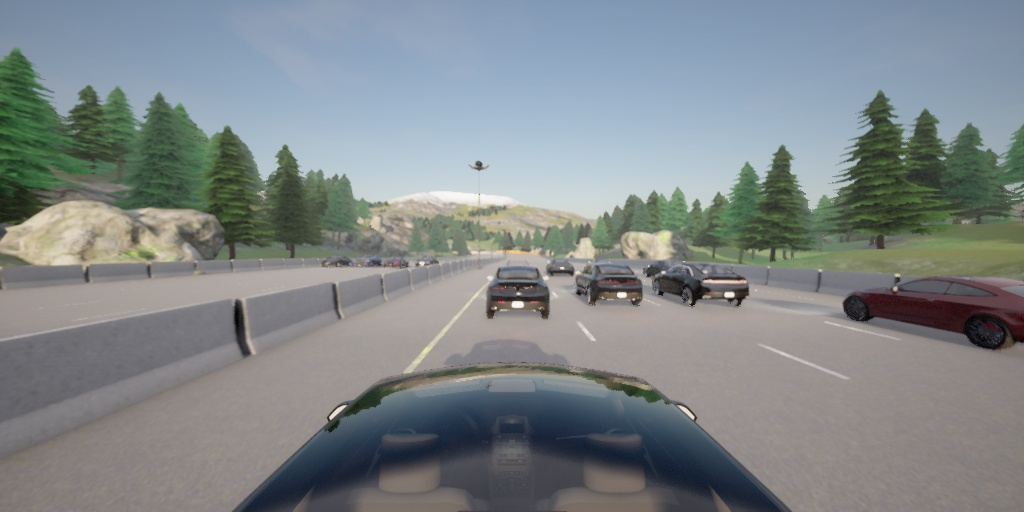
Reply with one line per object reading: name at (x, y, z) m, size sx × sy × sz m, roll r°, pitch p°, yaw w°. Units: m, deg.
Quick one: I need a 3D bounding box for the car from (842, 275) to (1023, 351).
car at (10.638, 1.180, 8.603) m, size 1.812 × 1.442 × 4.674 m, roll 0°, pitch 1°, yaw 1°

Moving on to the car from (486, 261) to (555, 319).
car at (0.198, 1.054, 11.900) m, size 1.837 × 1.490 × 4.892 m, roll 0°, pitch 0°, yaw 1°

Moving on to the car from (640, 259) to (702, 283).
car at (10.873, 0.950, 25.068) m, size 2.033 × 1.411 × 5.357 m, roll 0°, pitch 1°, yaw 1°

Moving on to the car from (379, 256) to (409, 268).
car at (-13.553, 0.717, 42.109) m, size 1.994 × 1.385 × 4.181 m, roll 0°, pitch 0°, yaw 1°

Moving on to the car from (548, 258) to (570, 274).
car at (3.956, 0.884, 29.945) m, size 1.994 × 1.385 × 4.181 m, roll 0°, pitch 1°, yaw 1°

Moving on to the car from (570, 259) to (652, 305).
car at (3.743, 1.028, 14.500) m, size 1.837 × 1.490 × 4.892 m, roll 0°, pitch 1°, yaw 1°

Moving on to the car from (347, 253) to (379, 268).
car at (-17.047, 0.488, 42.338) m, size 2.097 × 1.767 × 4.553 m, roll 0°, pitch 0°, yaw 1°

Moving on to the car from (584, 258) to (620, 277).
car at (7.460, 0.896, 30.162) m, size 1.994 × 1.385 × 4.181 m, roll 0°, pitch 1°, yaw 1°

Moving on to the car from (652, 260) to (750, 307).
car at (7.240, 1.033, 14.285) m, size 2.128 × 1.511 × 4.902 m, roll 0°, pitch 1°, yaw 1°

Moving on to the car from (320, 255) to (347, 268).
car at (-20.546, 0.630, 42.209) m, size 1.837 × 1.490 × 4.892 m, roll 0°, pitch 0°, yaw 1°

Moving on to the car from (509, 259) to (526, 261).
car at (0.430, 0.923, 28.330) m, size 1.895 × 1.301 × 4.718 m, roll 0°, pitch 1°, yaw 1°

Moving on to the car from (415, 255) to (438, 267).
car at (-10.048, 0.657, 42.461) m, size 2.128 × 1.511 × 4.902 m, roll 0°, pitch 0°, yaw 1°
